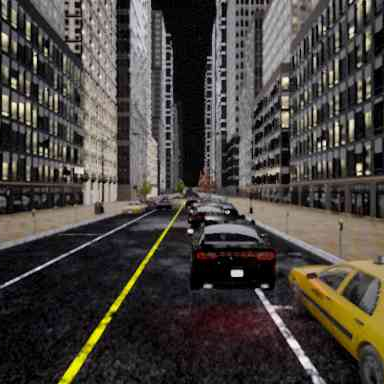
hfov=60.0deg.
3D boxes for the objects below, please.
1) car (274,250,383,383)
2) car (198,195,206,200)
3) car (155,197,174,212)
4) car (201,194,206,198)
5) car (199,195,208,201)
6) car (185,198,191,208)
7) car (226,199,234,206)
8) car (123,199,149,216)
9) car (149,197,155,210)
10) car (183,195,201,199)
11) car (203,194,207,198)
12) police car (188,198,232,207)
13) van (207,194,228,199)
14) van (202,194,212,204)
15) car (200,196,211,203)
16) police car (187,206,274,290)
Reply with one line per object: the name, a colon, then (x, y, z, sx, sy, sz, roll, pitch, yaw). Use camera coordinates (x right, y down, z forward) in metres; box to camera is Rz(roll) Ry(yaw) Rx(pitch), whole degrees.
car: (2.687, 1.521, 4.696, 1.752, 1.417, 4.829, 0, 0, 0)
car: (2.695, 1.478, 89.909, 1.802, 1.307, 4.206, 0, 0, 0)
car: (-3.094, 1.565, 39.016, 1.895, 1.301, 4.718, 0, 0, 0)
car: (2.692, 1.528, 55.754, 1.802, 1.307, 4.206, 0, 0, 0)
car: (2.694, 1.465, 78.523, 2.008, 1.369, 4.403, 0, 0, 0)
car: (0.696, 1.484, 25.167, 1.837, 1.490, 4.892, 0, 0, 4)
car: (2.689, 1.542, 27.293, 1.947, 1.339, 4.313, 0, 0, 0)
car: (-5.691, 1.496, 32.831, 1.752, 1.417, 4.829, 0, 0, 0)
car: (-5.690, 1.546, 38.693, 1.802, 1.307, 4.206, 0, 0, 0)
car: (0.011, 1.483, 46.090, 1.812, 1.442, 4.674, 0, 0, 0)
car: (2.690, 1.405, 38.678, 1.967, 1.590, 4.097, 0, 0, 0)
police car: (0.902, 1.409, 19.215, 1.930, 1.638, 5.238, 0, 0, 0)
van: (2.688, 1.311, 32.985, 1.690, 1.788, 3.998, 0, 0, 0)
van: (2.692, 1.279, 61.446, 1.690, 1.788, 3.998, 0, 0, 0)
car: (2.693, 1.475, 67.139, 1.887, 1.381, 4.507, 0, 0, 0)
police car: (0.901, 1.418, 9.214, 1.930, 1.638, 5.238, 0, 0, 0)
